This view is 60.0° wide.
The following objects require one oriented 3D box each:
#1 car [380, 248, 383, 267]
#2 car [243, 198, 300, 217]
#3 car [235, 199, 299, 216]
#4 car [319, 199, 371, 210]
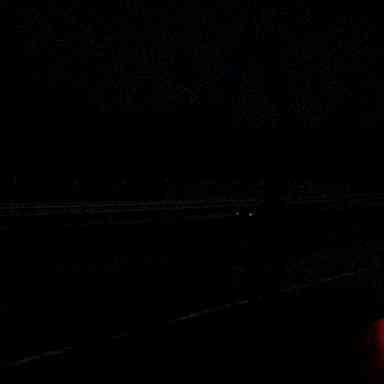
[{"bbox_3d":[6.957,1.560,8.635,4.718,1.301,1.895,0,0,-35],"label":"car"},{"bbox_3d":[7.306,1.367,30.394,5.357,1.411,2.033,-1,1,-34],"label":"car"},{"bbox_3d":[5.786,1.422,25.109,5.357,1.411,2.033,-1,1,-35],"label":"car"},{"bbox_3d":[11.364,1.315,24.681,4.902,1.511,2.128,-1,1,-34],"label":"car"}]
